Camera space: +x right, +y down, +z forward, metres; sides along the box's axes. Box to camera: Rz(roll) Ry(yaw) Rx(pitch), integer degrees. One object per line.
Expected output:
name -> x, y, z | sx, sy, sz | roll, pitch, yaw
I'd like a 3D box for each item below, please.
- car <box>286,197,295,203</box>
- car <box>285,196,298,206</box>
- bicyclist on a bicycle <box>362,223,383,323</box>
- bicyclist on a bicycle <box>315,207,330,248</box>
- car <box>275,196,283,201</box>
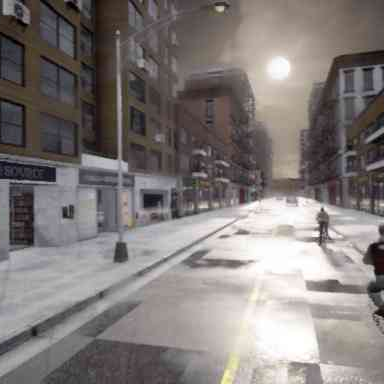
car -> 20.930, 1.705, 70.852 | 1.895, 1.301, 4.718 | -1, -1, 16
car -> 16.991, 1.419, 56.700 | 2.097, 1.767, 4.553 | -1, -1, 16
bicyclist on a bicycle -> 2.963, 1.352, 5.186 | 0.659, 1.776, 1.843 | -1, 0, 16
bicyclist on a bicycle -> 5.388, 1.447, 13.675 | 0.582, 1.620, 1.656 | -1, -1, 16
car -> 24.031, 1.760, 91.729 | 2.128, 1.511, 4.902 | -1, -1, 16
